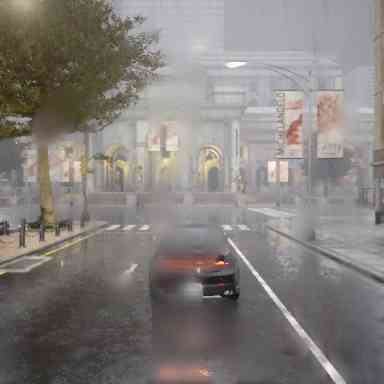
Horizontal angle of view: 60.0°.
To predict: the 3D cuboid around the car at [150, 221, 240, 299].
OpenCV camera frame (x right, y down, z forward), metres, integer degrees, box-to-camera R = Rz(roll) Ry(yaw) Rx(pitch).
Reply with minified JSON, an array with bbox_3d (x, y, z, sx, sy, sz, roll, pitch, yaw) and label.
[{"bbox_3d":[0.064,1.504,8.449,1.837,1.490,4.892,0,0,0],"label":"car"}]
